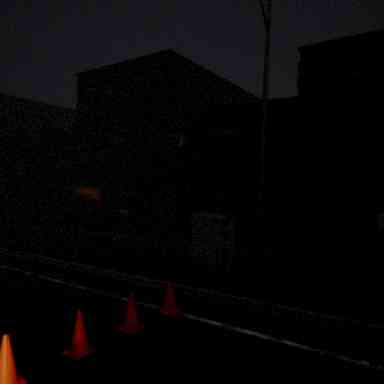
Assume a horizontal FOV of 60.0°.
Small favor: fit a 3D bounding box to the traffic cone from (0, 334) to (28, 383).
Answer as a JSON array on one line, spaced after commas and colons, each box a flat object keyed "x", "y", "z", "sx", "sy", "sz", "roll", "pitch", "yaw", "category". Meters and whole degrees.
[{"x": -2.177, "y": 1.967, "z": 3.900, "sx": 0.340, "sy": 0.580, "sz": 0.340, "roll": 0, "pitch": 0, "yaw": 36, "category": "traffic cone"}]

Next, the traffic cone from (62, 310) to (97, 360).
[{"x": -1.594, "y": 1.971, "z": 4.711, "sx": 0.340, "sy": 0.580, "sz": 0.340, "roll": 0, "pitch": 0, "yaw": 36, "category": "traffic cone"}]

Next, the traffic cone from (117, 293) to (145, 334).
[{"x": -1.011, "y": 1.975, "z": 5.523, "sx": 0.340, "sy": 0.580, "sz": 0.340, "roll": 0, "pitch": 0, "yaw": 36, "category": "traffic cone"}]

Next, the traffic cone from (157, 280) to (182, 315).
[{"x": -0.428, "y": 1.979, "z": 6.335, "sx": 0.340, "sy": 0.580, "sz": 0.340, "roll": 0, "pitch": 0, "yaw": 36, "category": "traffic cone"}]

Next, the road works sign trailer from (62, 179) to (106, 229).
[{"x": -7.898, "y": 1.450, "z": 24.371, "sx": 2.380, "sy": 3.560, "sz": 2.880, "roll": 7, "pitch": 39, "yaw": -32, "category": "road works sign trailer"}]
